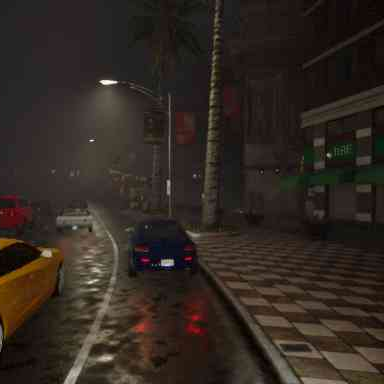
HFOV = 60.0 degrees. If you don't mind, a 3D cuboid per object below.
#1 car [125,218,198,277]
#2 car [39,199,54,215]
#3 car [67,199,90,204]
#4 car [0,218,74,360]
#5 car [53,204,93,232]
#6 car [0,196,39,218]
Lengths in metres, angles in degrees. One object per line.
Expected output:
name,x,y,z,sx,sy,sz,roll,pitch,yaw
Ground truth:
car,-1.034,1.525,10.202,1.812,1.442,4.674,0,0,-11
car,-15.222,1.464,33.791,1.882,1.535,5.008,0,0,-18
car,-11.721,1.495,34.335,1.837,1.490,4.892,0,0,-18
car,-3.541,1.475,5.423,1.882,1.535,5.008,0,0,-7
car,-6.924,1.595,19.824,1.895,1.301,4.718,0,0,-18
car,-10.097,1.214,18.254,2.150,2.045,5.566,0,0,-18
